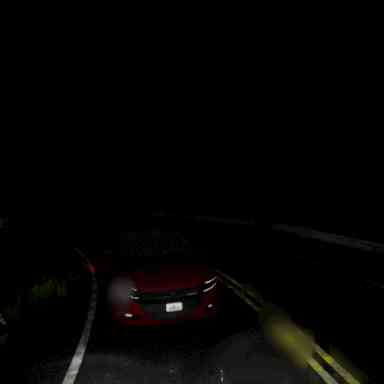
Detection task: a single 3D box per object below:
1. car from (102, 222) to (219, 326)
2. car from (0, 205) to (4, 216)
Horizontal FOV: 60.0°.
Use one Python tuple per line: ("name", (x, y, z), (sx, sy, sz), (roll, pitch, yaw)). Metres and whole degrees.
("car", (-0.950, 1.490, 7.462), (1.882, 1.535, 5.008), (-1, 0, -16))
("car", (-21.894, 2.025, 36.365), (1.837, 1.490, 4.892), (-3, 1, -21))
